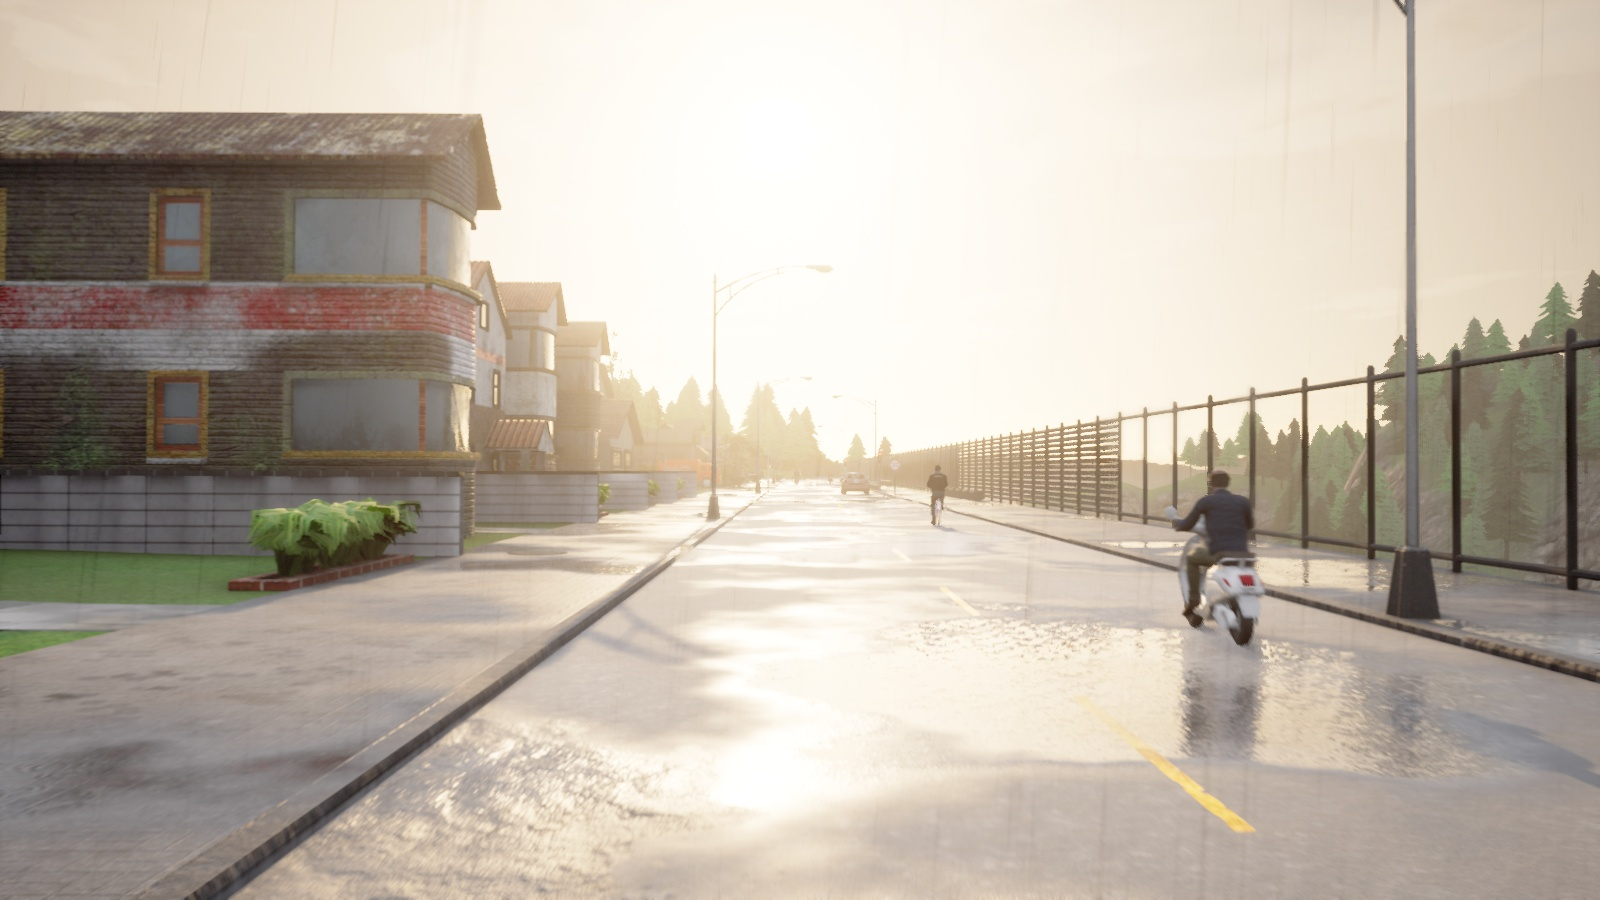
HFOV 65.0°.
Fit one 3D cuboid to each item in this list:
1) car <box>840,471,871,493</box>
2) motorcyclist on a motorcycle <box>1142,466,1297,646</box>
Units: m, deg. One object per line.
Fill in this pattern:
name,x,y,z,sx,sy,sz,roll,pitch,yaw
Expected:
car,3.789,2.207,86.167,1.970,1.475,3.806,0,-1,0
motorcyclist on a motorcycle,3.970,0.954,12.055,0.866,1.590,1.817,0,-1,0
